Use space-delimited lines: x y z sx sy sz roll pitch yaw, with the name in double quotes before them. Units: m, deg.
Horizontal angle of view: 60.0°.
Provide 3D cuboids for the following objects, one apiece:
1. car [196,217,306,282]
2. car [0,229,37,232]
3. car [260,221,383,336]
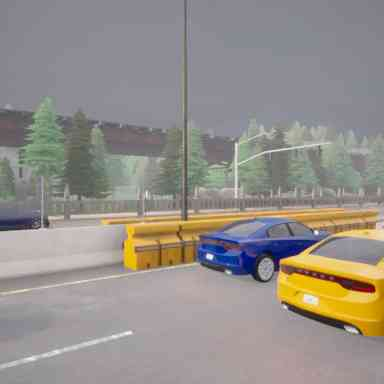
"car" 2.455 1.478 9.805 5.008 1.535 1.882 0 0 -36
"car" -10.301 1.350 18.025 4.553 1.767 2.097 0 0 -35
"car" 3.816 1.478 6.476 5.008 1.535 1.882 0 0 -35
